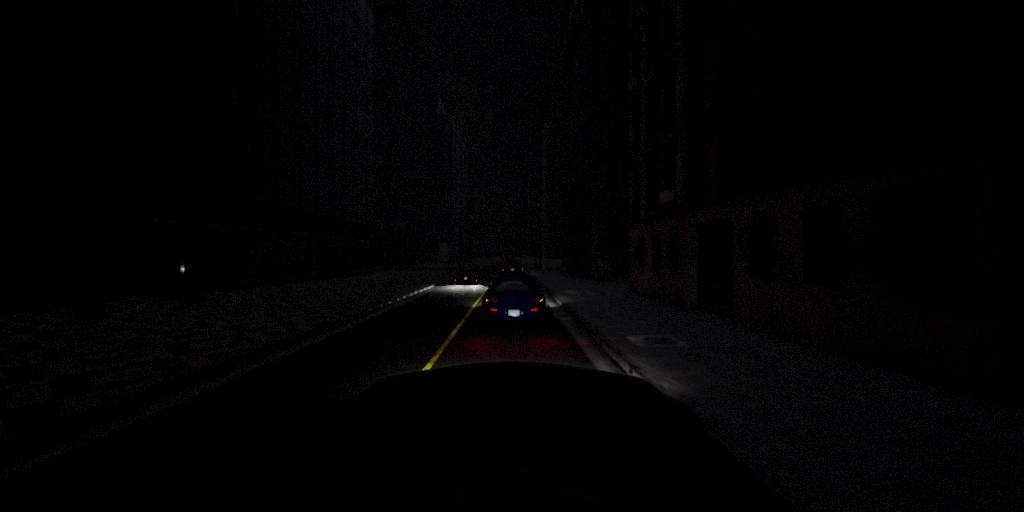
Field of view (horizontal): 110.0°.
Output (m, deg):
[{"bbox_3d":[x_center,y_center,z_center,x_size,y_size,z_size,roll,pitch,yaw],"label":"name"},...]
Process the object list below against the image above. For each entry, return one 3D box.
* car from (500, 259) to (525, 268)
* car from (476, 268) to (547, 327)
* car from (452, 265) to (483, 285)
[{"bbox_3d":[0.042,1.112,30.407,2.097,1.767,4.553,0,0,0],"label":"car"},{"bbox_3d":[0.066,1.276,11.452,1.812,1.442,4.674,0,0,0],"label":"car"},{"bbox_3d":[-3.134,1.321,26.258,1.994,1.385,4.181,0,0,0],"label":"car"}]
